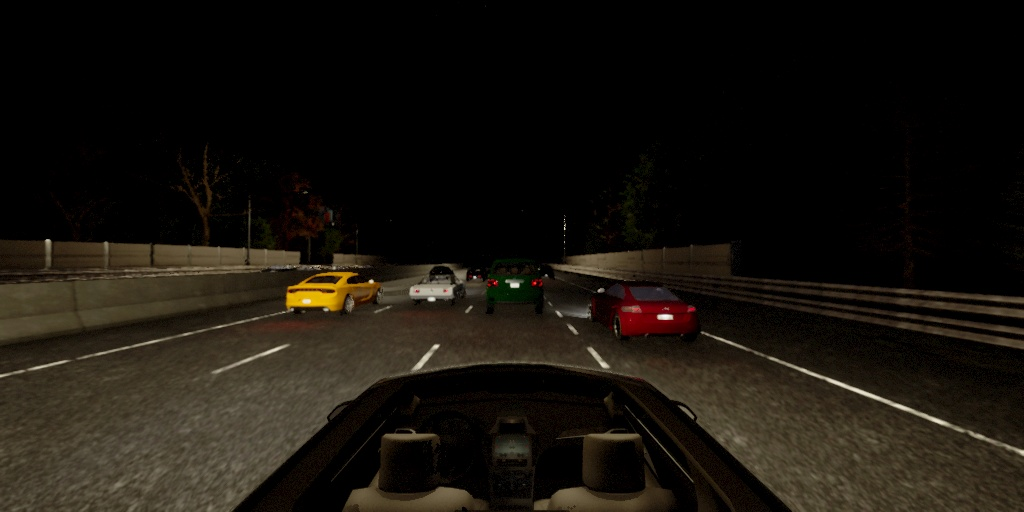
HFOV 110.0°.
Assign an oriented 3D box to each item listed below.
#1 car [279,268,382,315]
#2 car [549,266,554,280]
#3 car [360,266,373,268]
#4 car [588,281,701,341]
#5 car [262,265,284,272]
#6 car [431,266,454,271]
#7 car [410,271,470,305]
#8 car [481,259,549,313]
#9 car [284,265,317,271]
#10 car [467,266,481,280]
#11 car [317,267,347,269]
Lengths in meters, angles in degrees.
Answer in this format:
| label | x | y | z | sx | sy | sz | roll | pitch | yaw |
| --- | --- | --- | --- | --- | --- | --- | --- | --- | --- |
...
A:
| label | x | y | z | sx | sy | sz | roll | pitch | yaw |
| --- | --- | --- | --- | --- | --- | --- | --- | --- | --- |
| car | -6.901 | 1.401 | 14.536 | 1.882 | 1.535 | 5.008 | 0 | -1 | 0 |
| car | 3.492 | 1.742 | 38.956 | 1.837 | 1.490 | 4.892 | 0 | -1 | 0 |
| car | -17.591 | 1.889 | 43.395 | 1.994 | 1.385 | 4.181 | 0 | -1 | 0 |
| car | 3.534 | 1.413 | 10.310 | 1.994 | 1.385 | 4.181 | 0 | -1 | -1 |
| car | -28.086 | 1.817 | 43.415 | 2.128 | 1.511 | 4.902 | 0 | -1 | 0 |
| car | -6.905 | 1.719 | 35.427 | 1.837 | 1.490 | 4.892 | 0 | -1 | 0 |
| car | -3.403 | 1.564 | 17.417 | 1.895 | 1.301 | 4.718 | 0 | -1 | 0 |
| car | 0.098 | 1.154 | 15.141 | 2.150 | 2.045 | 5.566 | 0 | -1 | 0 |
| car | -24.593 | 1.919 | 42.930 | 1.895 | 1.301 | 4.718 | 0 | -1 | 0 |
| car | -3.405 | 1.719 | 35.432 | 1.837 | 1.490 | 4.892 | 0 | -1 | 0 |
| car | -21.093 | 1.925 | 43.337 | 1.895 | 1.301 | 4.718 | 0 | -1 | 0 |
